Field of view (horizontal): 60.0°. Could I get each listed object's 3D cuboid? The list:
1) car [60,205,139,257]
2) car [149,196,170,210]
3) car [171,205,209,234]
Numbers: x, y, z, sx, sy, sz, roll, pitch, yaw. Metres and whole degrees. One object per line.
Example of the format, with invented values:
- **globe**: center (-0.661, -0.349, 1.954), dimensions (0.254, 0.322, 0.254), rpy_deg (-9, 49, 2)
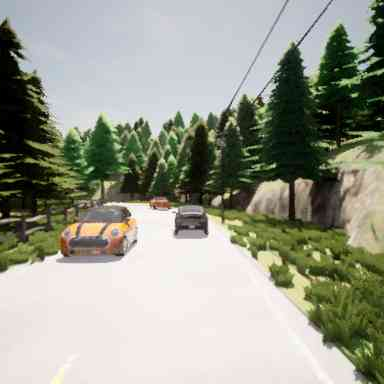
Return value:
- **car**: center (-3.389, 1.356, 12.949), dimensions (2.097, 1.767, 4.553), rpy_deg (0, 0, -1)
- **car**: center (-4.368, 1.359, 44.026), dimensions (2.097, 1.767, 4.553), rpy_deg (0, 0, -16)
- **car**: center (-0.109, 1.507, 19.210), dimensions (1.837, 1.490, 4.892), rpy_deg (0, 0, -3)
